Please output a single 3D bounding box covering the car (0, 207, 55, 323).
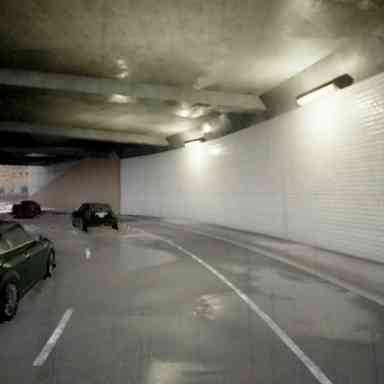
[{"bbox_3d":[-4.494,1.395,7.254,2.097,1.767,4.553,-1,0,-11],"label":"car"}]

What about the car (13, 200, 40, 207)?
[{"bbox_3d":[-18.129,1.649,36.338,1.882,1.535,5.008,-1,0,-41],"label":"car"}]

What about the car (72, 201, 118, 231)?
[{"bbox_3d":[-6.307,1.411,21.265,2.097,1.767,4.553,-1,0,-29],"label":"car"}]
